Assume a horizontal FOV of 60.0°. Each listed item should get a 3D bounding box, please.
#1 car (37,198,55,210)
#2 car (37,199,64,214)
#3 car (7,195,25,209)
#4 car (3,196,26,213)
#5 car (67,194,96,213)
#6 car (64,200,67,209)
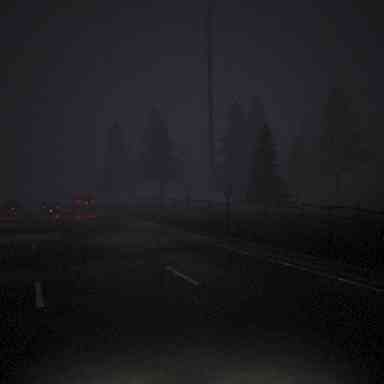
[{"bbox_3d":[-19.031,1.558,43.322,1.994,1.385,4.181,0,0,-27],"label":"car"},{"bbox_3d":[-15.166,1.596,35.471,1.895,1.301,4.718,0,0,-26],"label":"car"},{"bbox_3d":[-24.640,1.346,46.793,2.097,1.767,4.553,0,0,-26],"label":"car"},{"bbox_3d":[-20.067,1.500,37.503,1.837,1.490,4.892,0,0,-26],"label":"car"},{"bbox_3d":[-12.312,1.216,37.457,2.150,2.045,5.566,0,0,-26],"label":"car"},{"bbox_3d":[-16.575,1.519,46.114,1.812,1.442,4.674,0,0,-26],"label":"car"}]
